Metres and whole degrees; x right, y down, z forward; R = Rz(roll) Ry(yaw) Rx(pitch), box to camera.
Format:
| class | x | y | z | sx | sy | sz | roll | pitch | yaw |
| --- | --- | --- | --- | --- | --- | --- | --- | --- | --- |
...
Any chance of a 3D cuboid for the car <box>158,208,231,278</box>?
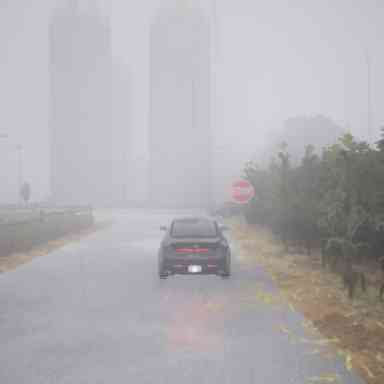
| class | x | y | z | sx | sy | sz | roll | pitch | yaw |
| --- | --- | --- | --- | --- | --- | --- | --- | --- | --- |
| car | 0.060 | 1.480 | 10.040 | 1.837 | 1.490 | 4.892 | 0 | 1 | 0 |

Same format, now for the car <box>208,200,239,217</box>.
| class | x | y | z | sx | sy | sz | roll | pitch | yaw |
| --- | --- | --- | --- | --- | --- | --- | --- | --- | --- |
| car | 3.369 | 1.405 | 27.458 | 4.674 | 1.442 | 1.812 | 0 | -1 | -33 |

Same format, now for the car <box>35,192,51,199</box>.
| class | x | y | z | sx | sy | sz | roll | pitch | yaw |
| --- | --- | --- | --- | --- | --- | --- | --- | --- | --- |
| car | -37.503 | 0.882 | 84.112 | 3.866 | 1.878 | 1.905 | 0 | 0 | -1 |
